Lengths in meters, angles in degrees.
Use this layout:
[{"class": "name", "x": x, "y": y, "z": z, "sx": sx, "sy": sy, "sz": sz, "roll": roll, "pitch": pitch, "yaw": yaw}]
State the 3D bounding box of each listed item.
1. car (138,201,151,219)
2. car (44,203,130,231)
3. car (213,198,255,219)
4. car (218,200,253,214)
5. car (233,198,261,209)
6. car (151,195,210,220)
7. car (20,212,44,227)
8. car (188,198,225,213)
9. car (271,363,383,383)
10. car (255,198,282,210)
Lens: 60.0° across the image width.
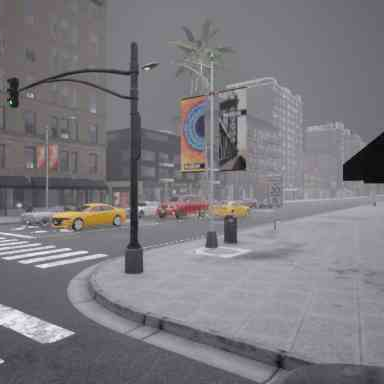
[{"class": "car", "x": -4.147, "y": 1.555, "z": 30.262, "sx": 1.812, "sy": 1.442, "sz": 4.674, "roll": 0, "pitch": 0, "yaw": 35}, {"class": "car", "x": -6.477, "y": 1.497, "z": 21.308, "sx": 1.882, "sy": 1.535, "sz": 5.008, "roll": 0, "pitch": 0, "yaw": 35}, {"class": "car", "x": 3.406, "y": 1.522, "z": 29.356, "sx": 1.882, "sy": 1.535, "sz": 5.008, "roll": 0, "pitch": 0, "yaw": 35}, {"class": "car", "x": 5.009, "y": 1.657, "z": 37.610, "sx": 1.895, "sy": 1.301, "sz": 4.718, "roll": 0, "pitch": 0, "yaw": 35}, {"class": "car", "x": 7.803, "y": 1.578, "z": 47.106, "sx": 1.837, "sy": 1.490, "sz": 4.892, "roll": 0, "pitch": 0, "yaw": 37}, {"class": "car", "x": -0.754, "y": 1.257, "z": 29.442, "sx": 2.150, "sy": 2.045, "sz": 5.566, "roll": 0, "pitch": 0, "yaw": 35}, {"class": "car", "x": -9.240, "y": 1.615, "z": 23.047, "sx": 1.895, "sy": 1.301, "sz": 4.718, "roll": 0, "pitch": 0, "yaw": 35}, {"class": "car", "x": 1.759, "y": 1.527, "z": 38.644, "sx": 1.882, "sy": 1.535, "sz": 5.008, "roll": 0, "pitch": 0, "yaw": 35}, {"class": "car", "x": 2.226, "y": 1.551, "z": 1.260, "sx": 4.403, "sy": 1.369, "sz": 2.008, "roll": 0, "pitch": 0, "yaw": 35}, {"class": "car", "x": 10.850, "y": 1.584, "z": 45.822, "sx": 1.837, "sy": 1.490, "sz": 4.892, "roll": 0, "pitch": 0, "yaw": 36}]
